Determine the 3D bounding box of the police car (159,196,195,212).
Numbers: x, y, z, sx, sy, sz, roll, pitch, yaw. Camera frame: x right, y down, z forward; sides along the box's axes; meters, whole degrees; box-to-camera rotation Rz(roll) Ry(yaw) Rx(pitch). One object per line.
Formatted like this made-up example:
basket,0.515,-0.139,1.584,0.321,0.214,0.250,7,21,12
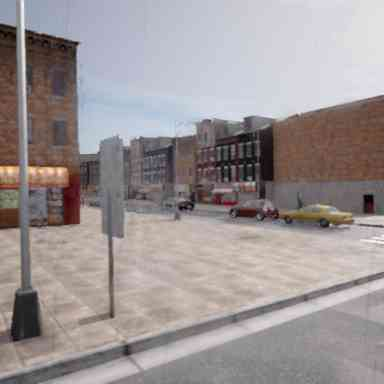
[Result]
police car,-1.769,1.221,35.044,1.930,1.638,5.238,-1,1,-36

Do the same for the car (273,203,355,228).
car,7.894,1.427,21.514,1.752,1.417,4.829,-1,1,-36

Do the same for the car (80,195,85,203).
car,-18.352,1.140,53.265,1.882,1.535,5.008,-1,1,-36

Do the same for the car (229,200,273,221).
car,4.744,1.308,25.863,1.967,1.590,4.097,-1,1,-36

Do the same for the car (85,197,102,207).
car,-12.542,1.310,45.307,1.994,1.385,4.181,-1,1,-34
